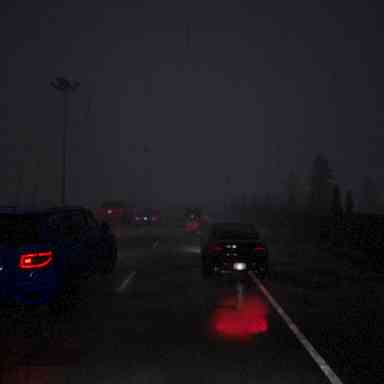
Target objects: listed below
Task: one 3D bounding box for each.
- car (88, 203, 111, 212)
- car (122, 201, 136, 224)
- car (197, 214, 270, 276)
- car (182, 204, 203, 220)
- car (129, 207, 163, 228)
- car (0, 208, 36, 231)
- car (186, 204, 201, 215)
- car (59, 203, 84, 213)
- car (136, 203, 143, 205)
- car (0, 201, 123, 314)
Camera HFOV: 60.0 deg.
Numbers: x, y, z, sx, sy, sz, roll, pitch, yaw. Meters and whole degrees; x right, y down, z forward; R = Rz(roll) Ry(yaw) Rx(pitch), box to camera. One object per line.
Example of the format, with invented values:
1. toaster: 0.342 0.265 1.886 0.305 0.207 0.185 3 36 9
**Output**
1. car: -16.186 2.664 58.639 2.128 1.511 4.902 0 -1 9
2. car: -6.904 1.815 30.584 2.150 2.045 5.566 0 -1 0
3. car: 1.223 1.699 10.932 1.837 1.490 4.892 0 -1 0
4. car: 0.043 2.198 35.459 1.837 1.490 4.892 0 -1 0
5. car: -3.403 2.064 26.831 2.033 1.411 5.357 0 -1 0
6. car: -14.104 2.033 25.261 2.033 1.411 5.357 0 -1 0
7. car: 0.272 2.469 48.153 1.812 1.442 4.674 0 -1 5
8. car: -20.122 2.600 55.961 1.882 1.535 5.008 0 -1 8
9. car: -11.141 2.870 66.378 2.033 1.411 5.357 0 -1 13
10. car: -3.402 1.355 8.031 2.150 2.045 5.566 0 -1 0
